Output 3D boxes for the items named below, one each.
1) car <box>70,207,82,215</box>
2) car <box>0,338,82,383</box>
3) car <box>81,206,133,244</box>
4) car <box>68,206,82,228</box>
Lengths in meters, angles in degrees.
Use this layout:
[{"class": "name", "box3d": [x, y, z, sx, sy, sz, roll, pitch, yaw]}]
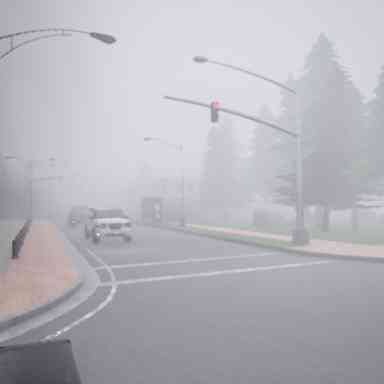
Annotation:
[{"class": "car", "box3d": [-26.002, 4.235, 74.340, 2.128, 1.511, 4.902, 0, -2, -25]}, {"class": "car", "box3d": [-2.984, 1.696, 1.719, 4.718, 1.301, 1.895, 0, -2, -26]}, {"class": "car", "box3d": [-5.383, 1.989, 21.008, 2.150, 2.045, 5.566, 0, -2, -25]}, {"class": "car", "box3d": [-11.475, 2.496, 34.255, 2.150, 2.045, 5.566, 0, -2, -25]}]
